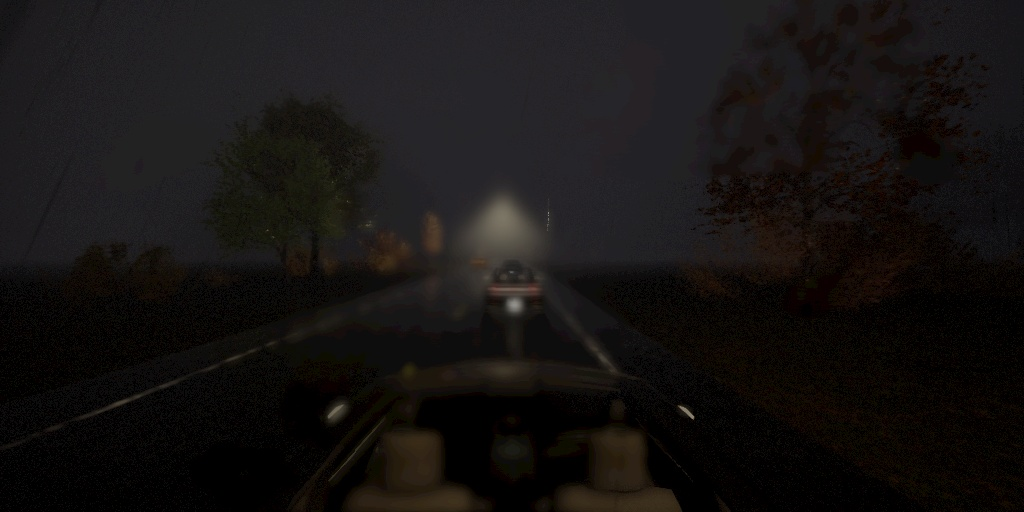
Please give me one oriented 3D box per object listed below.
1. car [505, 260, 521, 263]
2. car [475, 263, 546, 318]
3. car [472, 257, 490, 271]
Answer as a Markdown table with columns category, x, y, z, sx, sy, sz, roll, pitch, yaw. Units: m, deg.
| category | x | y | z | sx | sy | sz | roll | pitch | yaw |
| --- | --- | --- | --- | --- | --- | --- | --- | --- | --- |
| car | 0.088 | 1.049 | 28.595 | 1.812 | 1.442 | 4.674 | 0 | 0 | 0 |
| car | 0.085 | 1.149 | 12.432 | 2.128 | 1.511 | 4.902 | 0 | 0 | 0 |
| car | -3.592 | 0.891 | 42.065 | 1.882 | 1.535 | 5.008 | 0 | 1 | 0 |
